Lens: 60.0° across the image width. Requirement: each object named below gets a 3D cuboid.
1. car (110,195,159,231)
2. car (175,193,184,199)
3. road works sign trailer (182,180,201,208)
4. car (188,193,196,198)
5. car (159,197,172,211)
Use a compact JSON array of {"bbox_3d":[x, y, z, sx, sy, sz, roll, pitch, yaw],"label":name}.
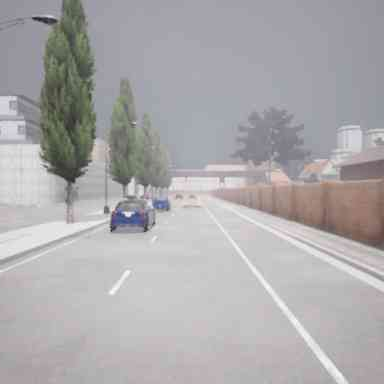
[{"bbox_3d":[-3.400,1.251,19.846,2.097,1.767,4.553,0,0,0],"label":"car"},{"bbox_3d":[-3.498,1.059,89.766,2.128,1.511,4.902,0,0,0],"label":"car"},{"bbox_3d":[0.001,0.241,43.948,2.380,3.560,2.880,0,0,0],"label":"road works sign trailer"},{"bbox_3d":[0.002,1.132,90.083,1.895,1.301,4.718,0,0,0],"label":"car"},{"bbox_3d":[-3.399,1.285,37.756,1.882,1.535,5.008,0,0,0],"label":"car"}]
